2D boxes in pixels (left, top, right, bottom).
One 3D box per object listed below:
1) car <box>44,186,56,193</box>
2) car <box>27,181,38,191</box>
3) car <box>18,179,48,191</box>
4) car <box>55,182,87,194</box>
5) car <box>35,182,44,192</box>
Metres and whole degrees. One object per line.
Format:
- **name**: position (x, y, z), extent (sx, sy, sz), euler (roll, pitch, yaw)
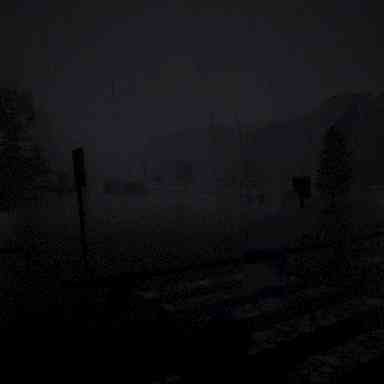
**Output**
- **car**: position (-20.713, -0.766, 53.627), extent (2.231, 1.521, 4.892), euler (1, 6, 16)
- **car**: position (-25.531, -1.019, 57.037), extent (2.097, 1.535, 5.008), euler (1, 6, 15)
- **car**: position (-27.978, -1.261, 58.661), extent (2.185, 1.767, 4.553), euler (0, 6, 15)
- **car**: position (-18.340, -0.601, 51.854), extent (2.163, 1.488, 4.792), euler (1, 6, 17)
- **car**: position (-23.122, -0.854, 55.341), extent (2.002, 1.452, 4.674), euler (0, 6, 16)
